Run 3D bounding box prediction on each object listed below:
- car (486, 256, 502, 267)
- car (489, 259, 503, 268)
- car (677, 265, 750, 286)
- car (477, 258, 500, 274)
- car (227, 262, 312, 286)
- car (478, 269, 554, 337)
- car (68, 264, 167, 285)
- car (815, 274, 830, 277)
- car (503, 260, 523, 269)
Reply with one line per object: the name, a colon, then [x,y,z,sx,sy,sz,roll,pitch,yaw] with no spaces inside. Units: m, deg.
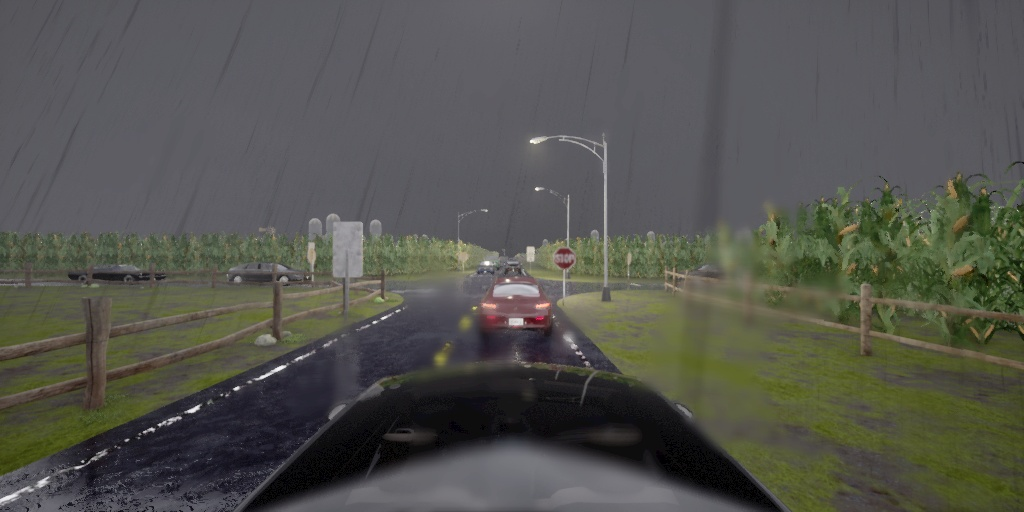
car: [-2.811,0.951,51.032,2.150,2.045,5.566,0,0,0]
car: [-2.759,1.265,63.149,2.033,1.411,5.357,0,0,1]
car: [14.462,1.369,25.892,4.892,1.490,1.837,0,-1,1]
car: [-2.826,1.284,40.436,2.033,1.411,5.357,0,0,0]
car: [-15.656,1.153,23.252,4.892,1.490,1.837,0,-1,1]
car: [0.101,1.276,10.153,1.812,1.442,4.674,0,0,0]
car: [-25.533,1.195,23.353,4.718,1.301,1.895,0,-1,0]
car: [25.125,1.160,25.784,5.566,2.045,2.150,0,-1,1]
car: [0.116,1.241,40.628,1.837,1.490,4.892,0,0,0]
